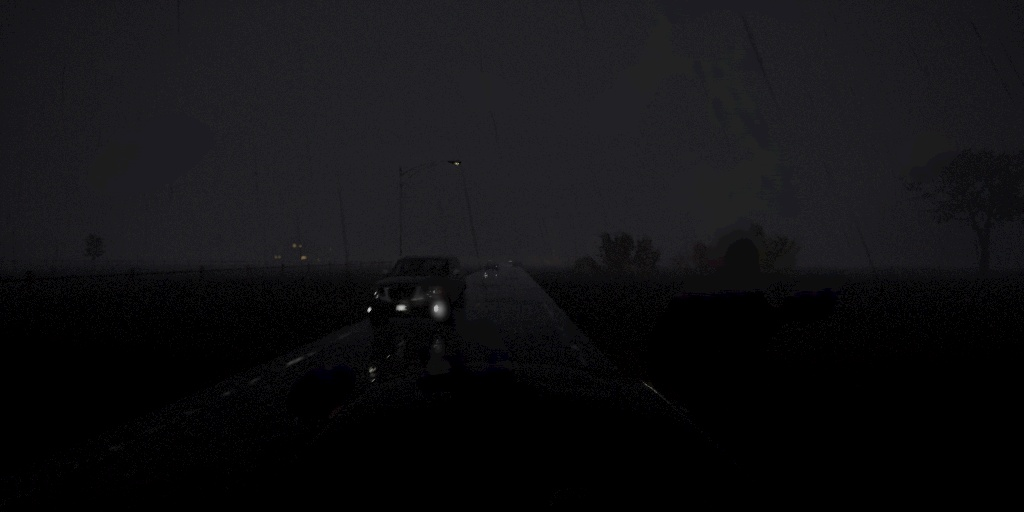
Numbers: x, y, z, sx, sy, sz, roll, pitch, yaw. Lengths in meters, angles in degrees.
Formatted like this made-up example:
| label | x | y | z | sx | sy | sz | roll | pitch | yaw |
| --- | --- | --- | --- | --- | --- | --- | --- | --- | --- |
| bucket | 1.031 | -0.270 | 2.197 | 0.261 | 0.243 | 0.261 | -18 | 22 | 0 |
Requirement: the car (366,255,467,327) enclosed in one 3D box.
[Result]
| label | x | y | z | sx | sy | sz | roll | pitch | yaw |
| --- | --- | --- | --- | --- | --- | --- | --- | --- | --- |
| car | -2.836 | 0.985 | 11.982 | 2.150 | 2.045 | 5.566 | 0 | 0 | 0 |

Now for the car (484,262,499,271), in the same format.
| label | x | y | z | sx | sy | sz | roll | pitch | yaw |
| --- | --- | --- | --- | --- | --- | --- | --- | --- | --- |
| car | -2.822 | 1.464 | 50.272 | 1.895 | 1.301 | 4.718 | 0 | 0 | 0 |
